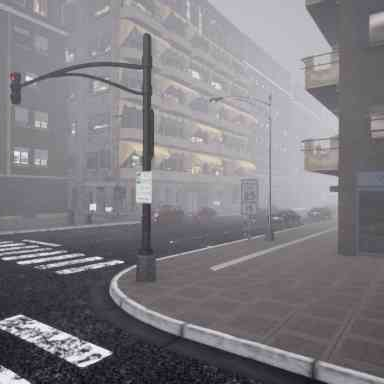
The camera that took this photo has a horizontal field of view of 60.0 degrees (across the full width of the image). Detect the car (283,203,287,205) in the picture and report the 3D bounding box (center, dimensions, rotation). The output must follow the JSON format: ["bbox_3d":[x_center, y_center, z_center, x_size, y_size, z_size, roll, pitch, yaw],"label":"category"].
[{"bbox_3d":[13.697,2.403,50.709,1.752,1.417,4.829,-1,-1,35],"label":"car"}]

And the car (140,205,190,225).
[{"bbox_3d":[-2.393,1.820,27.551,1.967,1.590,4.097,-1,-1,35],"label":"car"}]

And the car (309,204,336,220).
[{"bbox_3d":[14.147,2.295,36.784,1.947,1.339,4.313,-1,-2,35],"label":"car"}]

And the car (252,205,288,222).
[{"bbox_3d":[7.564,2.176,31.767,1.895,1.301,4.718,0,-1,35],"label":"car"}]

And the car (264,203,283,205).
[{"bbox_3d":[10.556,2.326,46.188,1.887,1.381,4.507,-1,-1,35],"label":"car"}]

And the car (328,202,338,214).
[{"bbox_3d":[20.719,2.458,46.245,1.752,1.417,4.829,-1,-2,35],"label":"car"}]

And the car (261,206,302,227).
[{"bbox_3d":[7.671,2.095,27.463,1.947,1.339,4.313,-1,-2,35],"label":"car"}]

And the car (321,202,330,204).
[{"bbox_3d":[22.561,2.640,53.355,1.895,1.301,4.718,0,-1,35],"label":"car"}]

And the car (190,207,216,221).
[{"bbox_3d":[0.844,2.063,32.207,1.802,1.307,4.206,-1,-1,35],"label":"car"}]
